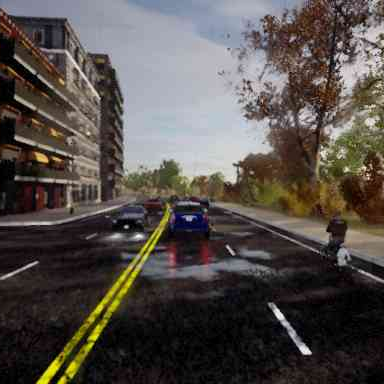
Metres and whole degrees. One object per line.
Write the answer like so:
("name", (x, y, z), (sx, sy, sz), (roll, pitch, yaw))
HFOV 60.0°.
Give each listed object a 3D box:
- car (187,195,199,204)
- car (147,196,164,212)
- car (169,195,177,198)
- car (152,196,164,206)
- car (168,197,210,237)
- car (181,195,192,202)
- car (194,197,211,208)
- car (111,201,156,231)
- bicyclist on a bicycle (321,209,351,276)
("car", (0.092, 1.474, 65.215), (1.882, 1.535, 5.008), (0, 0, -5))
("car", (-4.587, 1.487, 39.989), (1.882, 1.535, 5.008), (0, 0, -3))
("car", (-4.028, 1.351, 73.473), (2.097, 1.767, 4.553), (0, 0, -7))
("car", (-5.803, 1.483, 57.429), (1.882, 1.535, 5.008), (0, 0, -4))
("car", (-0.199, 1.358, 18.356), (2.097, 1.767, 4.553), (0, 0, -2))
("car", (-1.300, 1.542, 78.351), (1.994, 1.385, 4.181), (0, 0, -7))
("car", (1.490, 1.550, 49.479), (2.033, 1.411, 5.357), (0, 0, -4))
("car", (-3.722, 1.556, 21.105), (2.033, 1.411, 5.357), (0, 0, -2))
("bicyclist on a bicycle", (4.046, 1.373, 9.483), (0.659, 1.776, 1.843), (0, 0, -1))
